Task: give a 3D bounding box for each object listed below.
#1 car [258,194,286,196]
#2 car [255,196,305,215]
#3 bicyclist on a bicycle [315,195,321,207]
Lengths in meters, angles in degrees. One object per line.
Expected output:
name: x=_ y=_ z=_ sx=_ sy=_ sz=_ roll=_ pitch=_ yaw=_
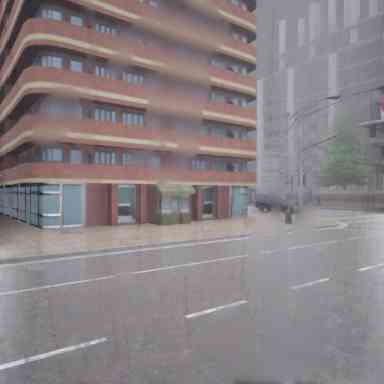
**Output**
car: x=9.703 y=1.222 z=37.764 sx=2.150 sy=2.045 sz=5.566 roll=0 pitch=0 yaw=-36
car: x=8.880 y=1.491 z=32.967 sx=2.128 sy=1.511 sz=4.902 roll=0 pitch=0 yaw=-36
bicyclist on a bicycle: x=17.810 y=1.301 z=46.968 sx=1.656 sy=1.620 sz=0.582 roll=0 pitch=0 yaw=-36
